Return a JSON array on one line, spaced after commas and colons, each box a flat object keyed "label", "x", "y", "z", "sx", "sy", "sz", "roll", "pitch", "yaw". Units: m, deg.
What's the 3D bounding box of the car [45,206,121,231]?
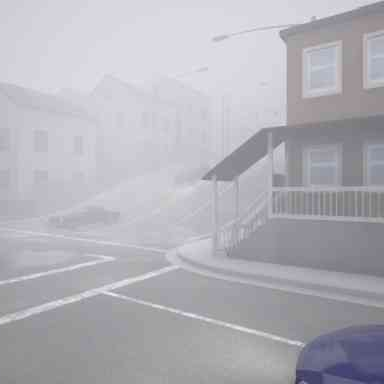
[{"label": "car", "x": -7.064, "y": 1.661, "z": 21.833, "sx": 1.895, "sy": 1.301, "sz": 4.718, "roll": 0, "pitch": 3, "yaw": 36}]

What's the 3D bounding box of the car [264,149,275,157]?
[{"label": "car", "x": 9.668, "y": -5.566, "z": 45.664, "sx": 1.895, "sy": 1.301, "sz": 4.718, "roll": 0, "pitch": 8, "yaw": 36}]

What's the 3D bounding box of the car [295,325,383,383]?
[{"label": "car", "x": 2.949, "y": 1.526, "z": 1.860, "sx": 4.674, "sy": 1.442, "sz": 1.812, "roll": 0, "pitch": 0, "yaw": 36}]

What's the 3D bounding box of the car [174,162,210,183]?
[{"label": "car", "x": 0.059, "y": -2.053, "z": 32.144, "sx": 1.812, "sy": 1.442, "sz": 4.674, "roll": 0, "pitch": 18, "yaw": 35}]
